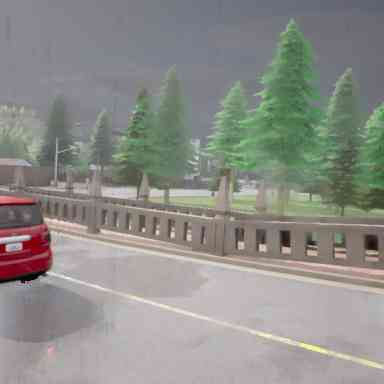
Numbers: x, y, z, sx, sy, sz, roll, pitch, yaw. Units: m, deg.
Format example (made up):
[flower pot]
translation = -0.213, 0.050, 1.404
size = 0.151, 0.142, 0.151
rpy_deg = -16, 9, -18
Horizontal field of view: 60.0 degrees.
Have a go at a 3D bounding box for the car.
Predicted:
[car]
translation = -5.626, 1.026, 7.973
size = 5.566, 2.045, 2.150
rpy_deg = 3, 2, 35
